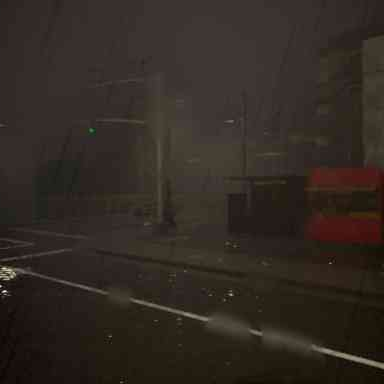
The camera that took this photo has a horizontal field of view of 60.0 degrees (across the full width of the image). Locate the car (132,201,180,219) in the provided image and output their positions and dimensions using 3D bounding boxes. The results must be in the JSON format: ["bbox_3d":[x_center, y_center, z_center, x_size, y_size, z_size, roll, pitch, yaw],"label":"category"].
[{"bbox_3d":[-3.176,1.565,29.964,1.882,1.535,5.008,-1,0,36],"label":"car"}]
